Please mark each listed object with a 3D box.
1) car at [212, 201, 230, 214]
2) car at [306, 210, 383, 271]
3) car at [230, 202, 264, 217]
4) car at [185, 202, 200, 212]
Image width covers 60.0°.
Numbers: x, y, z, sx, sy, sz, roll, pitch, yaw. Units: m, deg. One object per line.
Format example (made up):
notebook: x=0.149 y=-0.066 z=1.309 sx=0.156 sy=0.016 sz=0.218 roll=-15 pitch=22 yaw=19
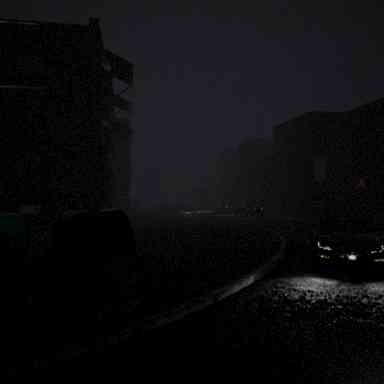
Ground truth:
car: x=4.320 y=2.075 z=47.080 sx=2.097 sy=1.767 sz=4.553 roll=-1 pitch=0 yaw=-11
car: x=4.832 y=1.398 z=10.792 sx=1.837 sy=1.490 sz=4.892 roll=1 pitch=1 yaw=18
car: x=6.201 y=1.847 z=36.998 sx=2.097 sy=1.767 sz=4.553 roll=-1 pitch=-2 yaw=-11
car: x=0.020 y=2.312 z=52.728 sx=1.812 sy=1.442 sz=4.674 roll=-1 pitch=0 yaw=-11
